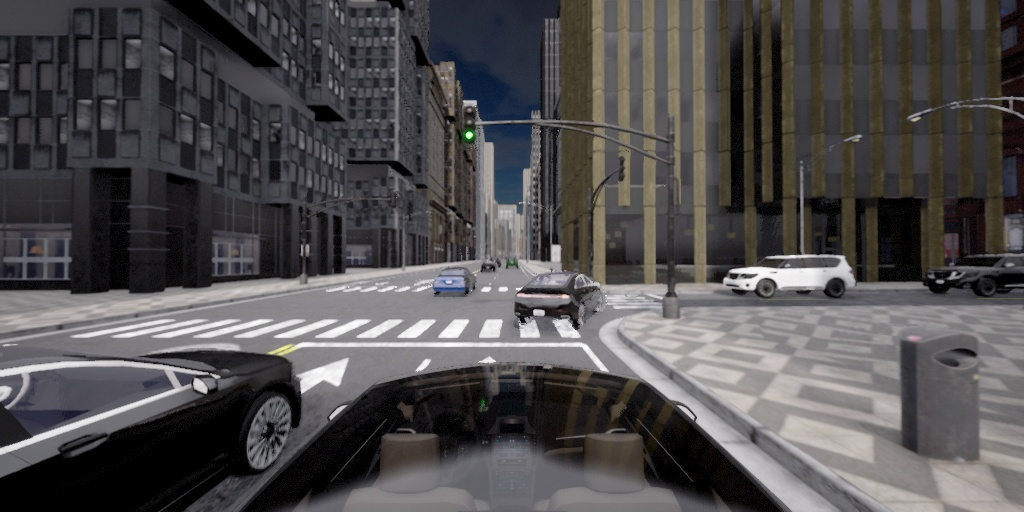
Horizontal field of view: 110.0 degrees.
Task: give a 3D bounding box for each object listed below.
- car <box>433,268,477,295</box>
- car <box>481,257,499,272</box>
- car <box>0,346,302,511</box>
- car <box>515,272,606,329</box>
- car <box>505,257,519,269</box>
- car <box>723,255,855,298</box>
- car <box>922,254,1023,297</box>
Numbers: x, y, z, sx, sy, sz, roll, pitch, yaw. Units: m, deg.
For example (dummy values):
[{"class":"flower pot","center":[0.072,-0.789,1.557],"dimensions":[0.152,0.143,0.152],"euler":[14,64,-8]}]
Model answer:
[{"class":"car","center":[-3.147,1.360,20.430],"dimensions":[2.033,1.411,5.357],"euler":[0,0,0]},{"class":"car","center":[-3.143,1.344,49.393],"dimensions":[1.882,1.535,5.008],"euler":[0,0,0]},{"class":"car","center":[-3.155,1.242,1.870],"dimensions":[2.128,1.511,4.902],"euler":[0,0,0]},{"class":"car","center":[1.693,1.270,11.612],"dimensions":[2.128,1.511,4.902],"euler":[-1,0,24]},{"class":"car","center":[0.028,1.108,61.812],"dimensions":[2.150,2.045,5.566],"euler":[0,0,0]},{"class":"car","center":[13.654,0.962,17.836],"dimensions":[5.566,2.045,2.150],"euler":[0,-1,0]},{"class":"car","center":[24.080,0.917,17.860],"dimensions":[5.566,2.045,2.150],"euler":[0,-1,0]}]
